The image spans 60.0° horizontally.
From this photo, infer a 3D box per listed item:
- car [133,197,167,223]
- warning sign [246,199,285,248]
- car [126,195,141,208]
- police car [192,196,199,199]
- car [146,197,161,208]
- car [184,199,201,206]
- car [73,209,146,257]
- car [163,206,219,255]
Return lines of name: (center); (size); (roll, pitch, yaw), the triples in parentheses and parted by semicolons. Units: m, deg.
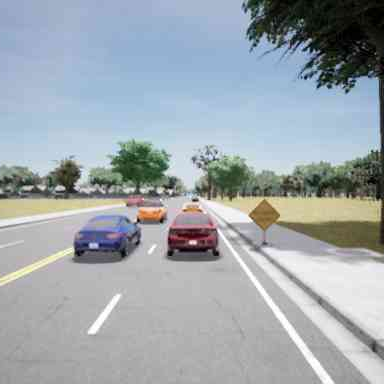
car: (-3.206, 1.529, 27.462); (2.097, 1.767, 4.553); (0, 0, 1)
warning sign: (2.847, 1.195, 13.096); (1.300, 1.860, 1.060); (0, -1, 0)
car: (-9.813, 1.616, 56.861); (2.150, 2.045, 5.566); (0, 0, 1)
police car: (0.964, 2.136, 93.201); (1.930, 1.638, 5.238); (0, -1, 0)
car: (-6.568, 1.748, 57.053); (2.097, 1.767, 4.553); (0, 0, 0)
car: (0.053, 1.664, 28.723); (1.882, 1.535, 5.008); (0, 0, 0)
car: (-3.200, 1.606, 13.194); (1.812, 1.442, 4.674); (0, 0, 0)
car: (0.054, 1.561, 13.706); (1.882, 1.535, 5.008); (0, 0, 0)
